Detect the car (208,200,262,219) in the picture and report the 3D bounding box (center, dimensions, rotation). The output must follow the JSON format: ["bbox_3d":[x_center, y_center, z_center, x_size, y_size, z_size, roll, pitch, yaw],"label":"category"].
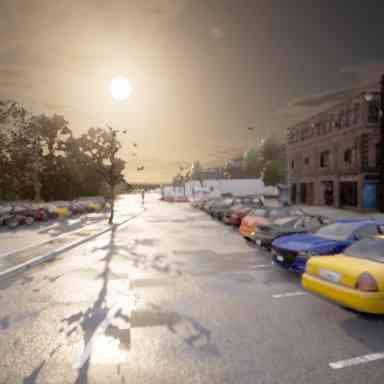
[{"bbox_3d":[4.297,1.716,28.035,5.008,1.535,2.097,1,0,-23],"label":"car"}]

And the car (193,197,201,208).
[{"bbox_3d":[3.227,1.866,46.131,4.892,1.521,2.231,1,0,-25],"label":"car"}]

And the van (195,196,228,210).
[{"bbox_3d":[2.878,1.663,49.092,4.442,1.987,1.878,1,0,-25],"label":"van"}]

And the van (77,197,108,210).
[{"bbox_3d":[-15.548,1.743,51.989,4.442,1.987,1.878,-1,-1,-25],"label":"van"}]

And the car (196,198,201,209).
[{"bbox_3d":[3.438,1.880,43.119,4.674,1.452,2.002,1,-1,-24],"label":"car"}]

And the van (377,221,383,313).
[{"bbox_3d":[4.647,1.289,3.849,4.442,1.987,1.878,1,0,-20],"label":"van"}]

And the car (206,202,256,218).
[{"bbox_3d":[4.002,1.805,34.075,4.674,1.452,2.002,1,-1,-23],"label":"car"}]

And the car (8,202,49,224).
[{"bbox_3d":[-13.869,1.732,25.347,5.008,1.535,2.097,-1,0,-22],"label":"car"}]

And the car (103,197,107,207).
[{"bbox_3d":[-15.352,1.818,49.001,4.553,1.767,2.185,-1,0,-25],"label":"car"}]

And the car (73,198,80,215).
[{"bbox_3d":[-14.282,1.686,34.232,4.553,1.767,2.185,-1,0,-23],"label":"car"}]

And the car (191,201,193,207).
[{"bbox_3d":[2.750,1.790,52.164,4.553,1.767,2.185,1,0,-25],"label":"car"}]

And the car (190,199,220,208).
[{"bbox_3d":[2.332,2.001,58.137,4.792,1.488,2.163,1,-1,-26],"label":"car"}]

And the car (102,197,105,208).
[{"bbox_3d":[-15.302,1.917,45.959,5.366,1.575,1.946,-1,0,-24],"label":"car"}]

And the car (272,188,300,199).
[{"bbox_3d":[19.922,0.211,70.847,2.435,2.045,5.566,-6,3,-30],"label":"car"}]

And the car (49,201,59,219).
[{"bbox_3d":[-14.036,1.634,28.299,4.553,1.767,2.185,-1,-1,-22],"label":"car"}]

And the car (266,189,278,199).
[{"bbox_3d":[16.975,0.786,70.325,2.002,1.452,4.674,-6,3,-30],"label":"car"}]

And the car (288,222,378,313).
[{"bbox_3d":[4.914,1.542,6.975,5.366,1.575,1.946,1,-1,-20],"label":"car"}]

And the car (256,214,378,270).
[{"bbox_3d":[4.732,1.567,9.917,5.008,1.535,2.097,1,0,-21],"label":"car"}]

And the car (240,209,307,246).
[{"bbox_3d":[4.678,1.593,12.936,4.892,1.521,2.231,1,-1,-21],"label":"car"}]

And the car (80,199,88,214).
[{"bbox_3d":[-14.484,1.878,37.176,4.674,1.452,2.002,-1,0,-23],"label":"car"}]

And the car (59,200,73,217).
[{"bbox_3d":[-14.317,1.784,31.189,5.366,1.575,1.946,-1,0,-23],"label":"car"}]

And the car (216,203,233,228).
[{"bbox_3d":[4.497,1.666,22.001,5.008,1.535,2.097,1,-1,-22],"label":"car"}]

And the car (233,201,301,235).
[{"bbox_3d":[4.620,1.491,15.956,4.553,1.767,2.185,1,-1,-21],"label":"car"}]

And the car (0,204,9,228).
[{"bbox_3d":[-13.706,1.710,19.410,4.792,1.488,2.163,-1,0,-21],"label":"car"}]

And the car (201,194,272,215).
[{"bbox_3d":[4.136,1.489,31.041,5.566,2.045,2.435,1,0,-23],"label":"car"}]

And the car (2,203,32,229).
[{"bbox_3d":[-13.739,1.736,22.405,4.792,1.488,2.163,-1,-1,-22],"label":"car"}]

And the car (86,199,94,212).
[{"bbox_3d":[-14.684,1.905,40.130,4.674,1.452,2.002,-1,0,-24],"label":"car"}]

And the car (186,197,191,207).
[{"bbox_3d":[2.275,1.934,55.077,5.366,1.575,1.946,1,0,-26],"label":"car"}]

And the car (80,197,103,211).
[{"bbox_3d":[-14.735,1.886,43.165,5.366,1.575,1.946,-1,-1,-24],"label":"car"}]

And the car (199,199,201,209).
[{"bbox_3d":[3.650,1.855,40.102,4.674,1.452,2.002,1,0,-24],"label":"car"}]
